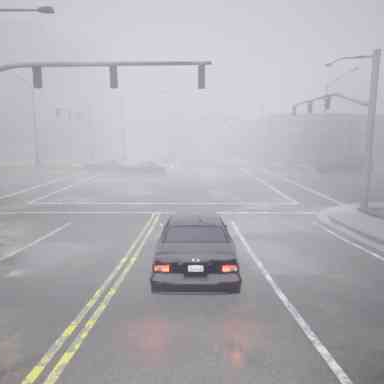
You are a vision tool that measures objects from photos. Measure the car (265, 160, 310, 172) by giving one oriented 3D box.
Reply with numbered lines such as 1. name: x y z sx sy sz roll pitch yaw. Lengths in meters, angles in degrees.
1. car: 10.694 -2.966 37.457 4.718 1.301 1.895 0 9 1

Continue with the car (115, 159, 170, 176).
1. car: -4.989 -2.398 33.984 4.718 1.301 1.895 0 9 0

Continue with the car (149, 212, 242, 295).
1. car: 0.083 1.217 8.395 2.033 1.411 5.357 0 4 0

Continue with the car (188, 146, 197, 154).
1. car: 0.082 -10.320 81.082 2.097 1.767 4.553 0 9 0

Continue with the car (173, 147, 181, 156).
1. car: -3.506 -6.892 60.999 1.837 1.490 4.892 0 9 0

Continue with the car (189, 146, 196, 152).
1. car: 0.092 -11.807 91.140 1.994 1.385 4.181 0 9 0

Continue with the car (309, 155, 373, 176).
1. car: 15.401 -2.761 33.837 5.566 2.045 2.150 0 9 0

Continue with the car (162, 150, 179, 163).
1. car: -3.544 -5.306 51.521 2.033 1.411 5.357 0 9 0

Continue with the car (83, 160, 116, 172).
1. car: -9.727 -2.962 37.459 4.718 1.301 1.895 0 9 0

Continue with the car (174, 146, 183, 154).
1. car: -3.428 -8.516 71.194 2.033 1.411 5.357 0 9 0
